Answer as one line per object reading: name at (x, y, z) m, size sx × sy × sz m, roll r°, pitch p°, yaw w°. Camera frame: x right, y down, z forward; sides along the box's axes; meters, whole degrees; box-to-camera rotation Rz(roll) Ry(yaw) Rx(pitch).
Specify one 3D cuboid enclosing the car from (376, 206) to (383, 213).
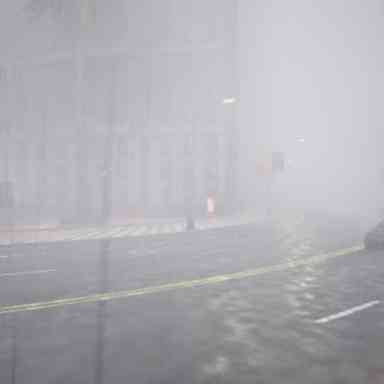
car at (20.464, 1.947, 33.962) m, size 2.033 × 1.411 × 5.357 m, roll 0°, pitch -1°, yaw 16°

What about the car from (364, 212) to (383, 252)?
car at (8.779, 1.727, 13.845) m, size 1.994 × 1.385 × 4.181 m, roll -1°, pitch -1°, yaw 45°

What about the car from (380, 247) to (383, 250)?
car at (5.855, 1.673, 6.545) m, size 4.718 × 1.301 × 1.895 m, roll 0°, pitch -1°, yaw -36°
